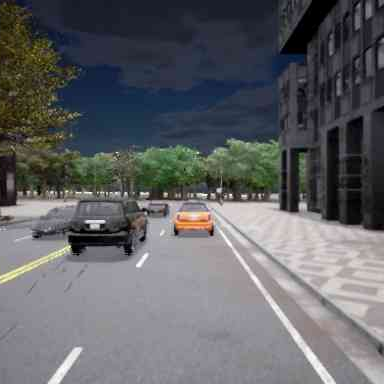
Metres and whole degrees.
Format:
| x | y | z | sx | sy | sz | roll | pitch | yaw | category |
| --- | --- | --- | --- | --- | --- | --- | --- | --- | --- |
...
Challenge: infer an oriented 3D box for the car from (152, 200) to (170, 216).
| x | y | z | sx | sy | sz | roll | pitch | yaw | category |
| --- | --- | --- | --- | --- | --- | --- | --- | --- | --- |
| -3.154 | 1.462 | 31.883 | 2.128 | 1.511 | 4.902 | 0 | 0 | 0 | car |

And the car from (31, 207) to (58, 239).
| x | y | z | sx | sy | sz | roll | pitch | yaw | category |
| --- | --- | --- | --- | --- | --- | --- | --- | --- | --- |
| -6.593 | 1.497 | 17.438 | 1.837 | 1.490 | 4.892 | 0 | 0 | 0 | car |

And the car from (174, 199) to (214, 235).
| x | y | z | sx | sy | sz | roll | pitch | yaw | category |
| --- | --- | --- | --- | --- | --- | --- | --- | --- | --- |
| 0.098 | 1.342 | 18.900 | 2.097 | 1.767 | 4.553 | 0 | 0 | 0 | car |

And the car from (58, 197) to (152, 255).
| x | y | z | sx | sy | sz | roll | pitch | yaw | category |
| --- | --- | --- | --- | --- | --- | --- | --- | --- | --- |
| -3.152 | 1.214 | 13.478 | 2.150 | 2.045 | 5.566 | 0 | 0 | 0 | car |

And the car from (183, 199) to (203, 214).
| x | y | z | sx | sy | sz | roll | pitch | yaw | category |
| --- | --- | --- | --- | --- | --- | --- | --- | --- | --- |
| 0.097 | 1.505 | 36.964 | 2.033 | 1.411 | 5.357 | 0 | 0 | 0 | car |
